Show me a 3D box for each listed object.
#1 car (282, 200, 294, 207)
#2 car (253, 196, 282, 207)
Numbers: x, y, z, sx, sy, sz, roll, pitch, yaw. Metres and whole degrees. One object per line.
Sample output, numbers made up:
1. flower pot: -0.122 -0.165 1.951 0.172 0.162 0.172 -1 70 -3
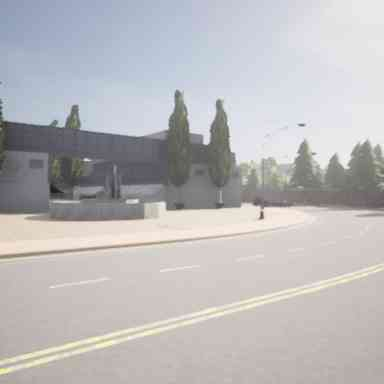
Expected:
1. car: 16.800 2.150 61.750 1.895 1.301 4.718 1 0 -21
2. car: 13.388 1.740 60.943 2.150 2.045 5.566 1 -1 -23
